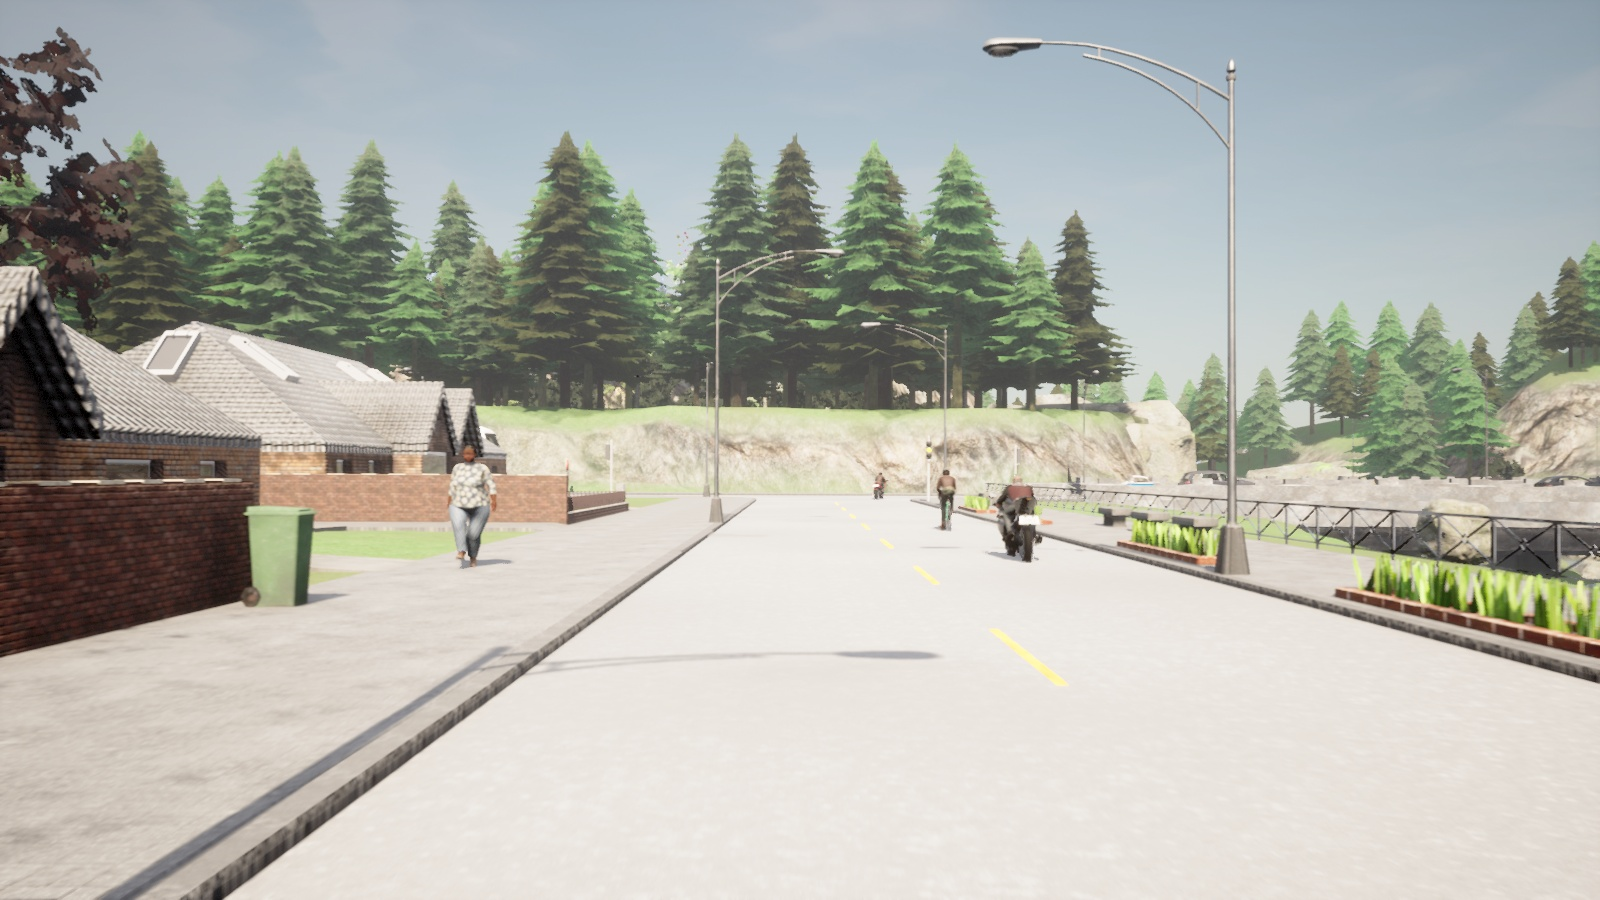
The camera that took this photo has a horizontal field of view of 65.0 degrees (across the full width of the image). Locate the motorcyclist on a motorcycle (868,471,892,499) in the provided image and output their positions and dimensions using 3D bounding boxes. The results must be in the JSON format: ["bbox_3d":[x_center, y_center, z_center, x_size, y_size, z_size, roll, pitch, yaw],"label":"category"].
[{"bbox_3d":[4.470,1.952,70.062,0.797,1.523,2.044,2,0,17],"label":"motorcyclist on a motorcycle"}]

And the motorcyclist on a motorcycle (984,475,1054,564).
[{"bbox_3d":[3.947,1.216,22.806,0.866,1.530,2.191,0,-1,0],"label":"motorcyclist on a motorcycle"}]

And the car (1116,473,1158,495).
[{"bbox_3d":[21.091,2.100,78.568,2.207,1.376,1.481,0,-1,0],"label":"car"}]

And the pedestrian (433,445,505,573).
[{"bbox_3d":[-4.909,0.857,18.694,0.874,1.855,0.900,0,-1,-3],"label":"pedestrian"}]

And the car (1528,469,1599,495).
[{"bbox_3d":[45.923,1.894,74.627,4.193,1.474,1.816,0,-1,0],"label":"car"}]

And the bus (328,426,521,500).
[{"bbox_3d":[-22.108,0.774,74.496,10.273,4.253,3.944,0,-1,0],"label":"bus"}]

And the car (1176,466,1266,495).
[{"bbox_3d":[24.974,1.808,74.583,4.611,1.667,2.242,0,-1,0],"label":"car"}]
